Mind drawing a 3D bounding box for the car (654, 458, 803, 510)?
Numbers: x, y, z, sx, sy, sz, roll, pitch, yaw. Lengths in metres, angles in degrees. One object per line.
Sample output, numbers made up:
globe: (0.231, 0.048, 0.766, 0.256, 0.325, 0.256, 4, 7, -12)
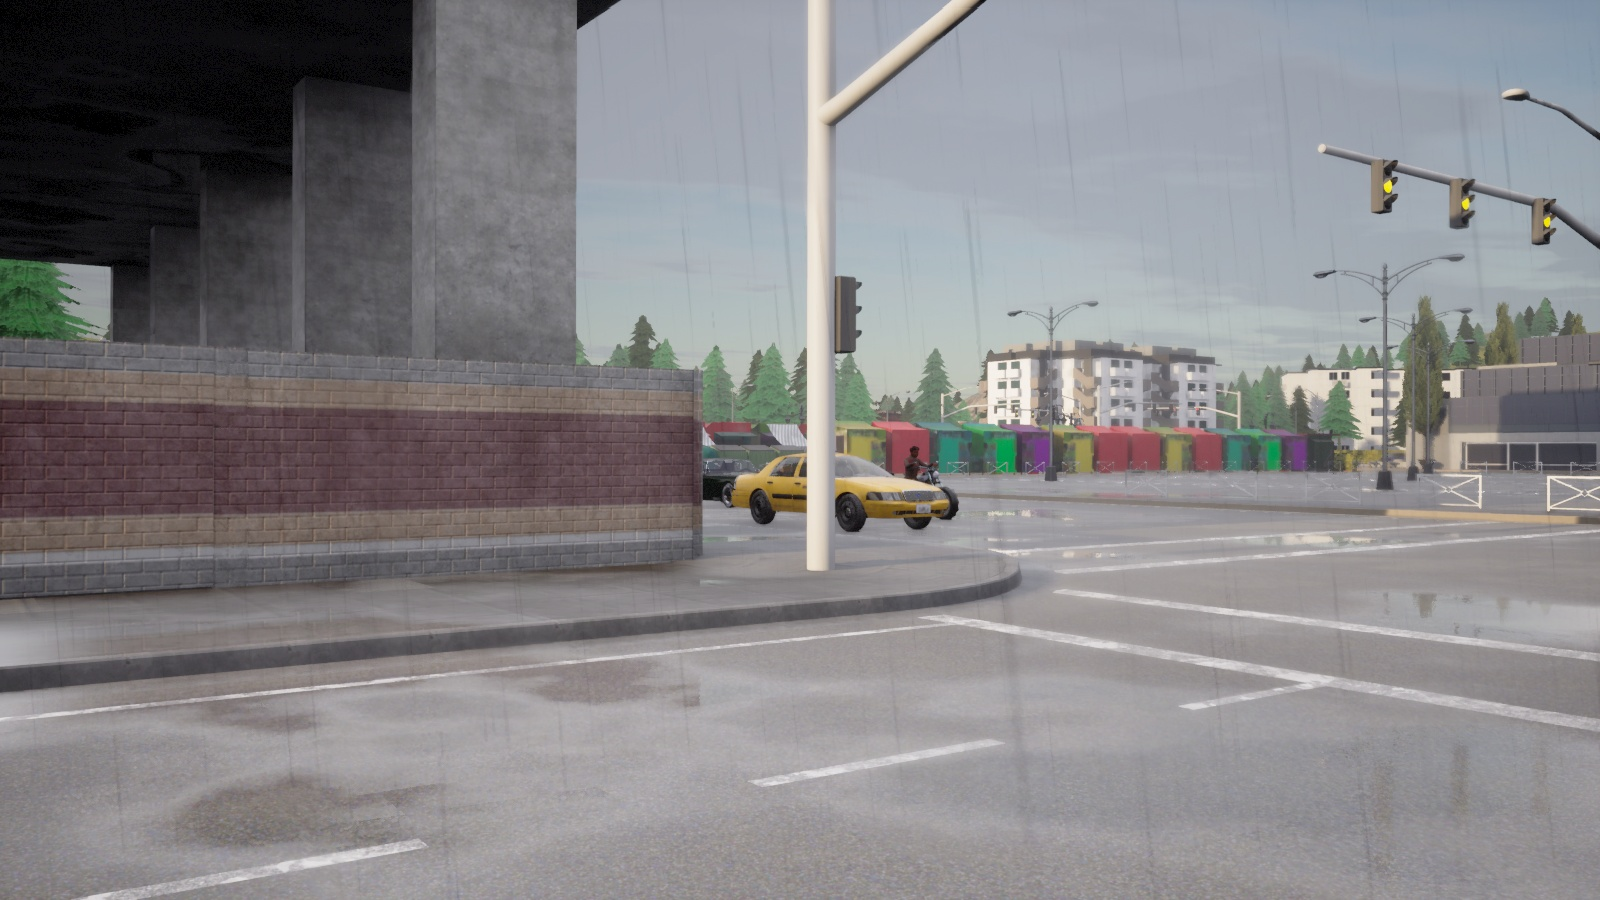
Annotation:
car: (-2.041, 0.879, 34.541, 1.895, 1.301, 4.718, 0, 0, -35)

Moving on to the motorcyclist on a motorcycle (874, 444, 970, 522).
motorcyclist on a motorcycle: (2.673, 0.702, 27.821, 0.766, 1.649, 2.350, 0, 0, -35)

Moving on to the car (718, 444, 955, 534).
car: (0.561, 0.688, 24.736, 1.801, 1.575, 5.366, 0, 0, -35)
